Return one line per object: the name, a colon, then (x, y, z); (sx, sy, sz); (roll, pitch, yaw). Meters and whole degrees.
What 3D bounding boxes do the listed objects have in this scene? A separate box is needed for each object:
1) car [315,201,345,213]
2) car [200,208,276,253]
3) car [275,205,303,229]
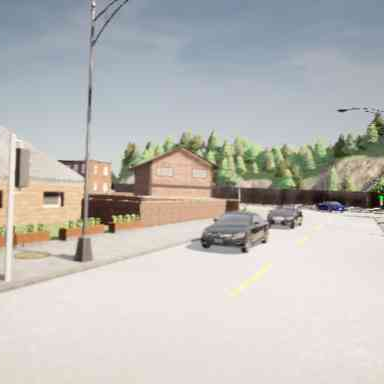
car: (19.034, 2.047, 46.161); (1.882, 1.535, 5.008); (2, 0, -11)
car: (2.004, 1.545, 14.142); (1.812, 1.442, 4.674); (2, 0, 26)
car: (6.560, 1.656, 23.274); (2.128, 1.511, 4.902); (2, 0, 27)
